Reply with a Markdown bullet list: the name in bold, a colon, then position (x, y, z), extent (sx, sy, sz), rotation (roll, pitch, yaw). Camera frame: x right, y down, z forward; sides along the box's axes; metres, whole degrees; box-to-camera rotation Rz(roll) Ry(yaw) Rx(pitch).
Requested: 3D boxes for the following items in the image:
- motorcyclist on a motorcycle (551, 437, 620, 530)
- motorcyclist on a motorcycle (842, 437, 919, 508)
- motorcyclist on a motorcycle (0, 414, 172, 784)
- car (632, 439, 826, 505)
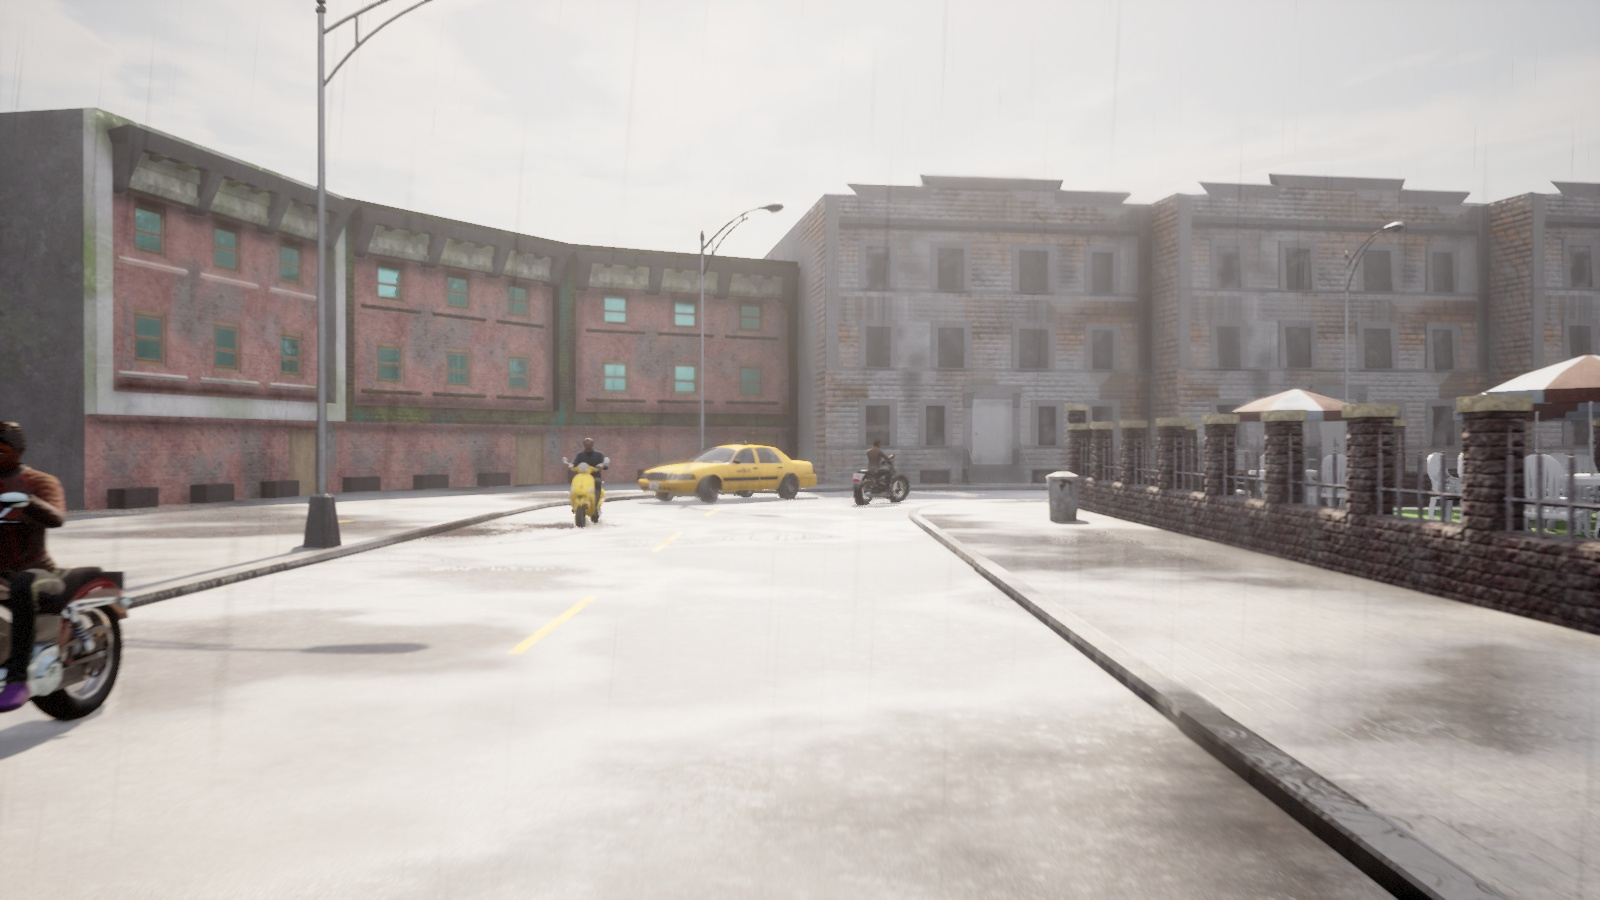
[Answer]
- **motorcyclist on a motorcycle**: position (-3.805, 0.571, 22.393), extent (0.866, 1.590, 1.817), rotation (0, 0, 2)
- **motorcyclist on a motorcycle**: position (1.987, 0.528, 30.573), extent (0.766, 1.649, 2.350), rotation (2, 1, 33)
- **motorcyclist on a motorcycle**: position (-3.949, 0.660, 5.930), extent (0.766, 1.649, 2.350), rotation (0, 0, 0)
- **car**: position (-1.723, 0.502, 32.596), extent (1.801, 1.575, 5.366), rotation (1, 1, 41)
